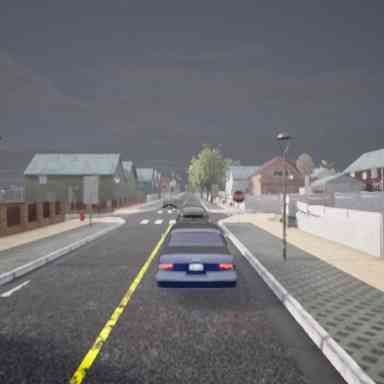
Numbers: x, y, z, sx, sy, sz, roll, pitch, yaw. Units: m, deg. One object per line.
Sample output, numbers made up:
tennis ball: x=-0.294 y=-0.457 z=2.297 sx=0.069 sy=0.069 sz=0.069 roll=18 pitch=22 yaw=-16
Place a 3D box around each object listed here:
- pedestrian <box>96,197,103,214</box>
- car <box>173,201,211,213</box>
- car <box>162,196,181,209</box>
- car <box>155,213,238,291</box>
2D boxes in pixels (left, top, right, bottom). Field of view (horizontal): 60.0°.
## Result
pedestrian: x=-9.726 y=1.414 z=34.887 sx=0.375 sy=1.860 sz=0.375 roll=0 pitch=0 yaw=0
car: x=0.028 y=1.484 z=19.010 sx=1.837 sy=1.490 sz=4.892 roll=0 pitch=0 yaw=-2
car: x=-2.887 y=1.487 z=44.520 sx=2.033 sy=1.411 sz=5.357 roll=0 pitch=0 yaw=0
car: x=0.086 y=1.538 z=9.113 sx=2.033 sy=1.411 sz=5.357 roll=0 pitch=0 yaw=0
